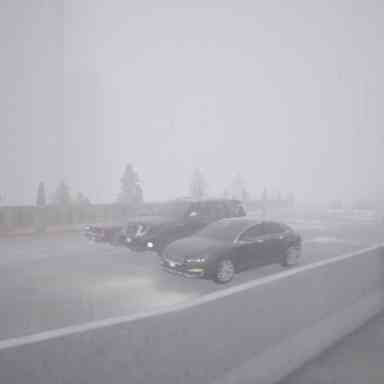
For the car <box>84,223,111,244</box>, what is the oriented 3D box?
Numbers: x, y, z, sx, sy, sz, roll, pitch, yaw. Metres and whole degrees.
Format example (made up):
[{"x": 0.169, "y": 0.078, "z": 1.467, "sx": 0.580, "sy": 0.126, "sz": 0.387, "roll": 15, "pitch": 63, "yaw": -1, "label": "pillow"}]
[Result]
[{"x": -2.512, "y": 1.677, "z": 15.603, "sx": 4.718, "sy": 1.301, "sz": 1.895, "roll": 0, "pitch": 0, "yaw": -41, "label": "car"}]

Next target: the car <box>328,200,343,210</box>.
[{"x": 21.505, "y": 1.889, "z": 49.879, "sx": 2.033, "sy": 1.411, "sz": 5.357, "roll": 0, "pitch": -1, "yaw": 22, "label": "car"}]

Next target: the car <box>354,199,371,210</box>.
[{"x": 24.224, "y": 1.810, "z": 47.374, "sx": 1.837, "sy": 1.490, "sz": 4.892, "roll": 0, "pitch": 0, "yaw": 22, "label": "car"}]

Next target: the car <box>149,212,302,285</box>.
[{"x": 1.360, "y": 1.547, "z": 9.793, "sx": 4.892, "sy": 1.490, "sz": 1.837, "roll": 0, "pitch": 0, "yaw": -41, "label": "car"}]

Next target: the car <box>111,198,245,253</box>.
[{"x": -0.062, "y": 1.282, "z": 13.107, "sx": 5.566, "sy": 2.045, "sz": 2.150, "roll": 0, "pitch": 0, "yaw": -41, "label": "car"}]
